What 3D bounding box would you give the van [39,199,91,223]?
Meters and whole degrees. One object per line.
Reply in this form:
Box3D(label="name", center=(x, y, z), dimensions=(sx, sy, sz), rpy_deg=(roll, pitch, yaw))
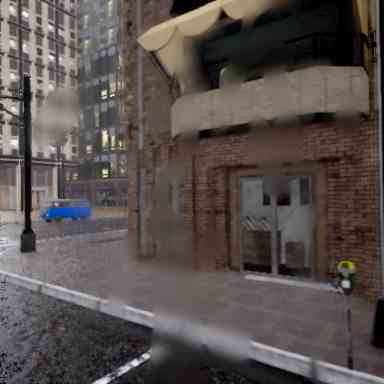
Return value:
Box3D(label="van", center=(-9.924, 1.470, 26.264), dimensions=(1.690, 1.788, 3.998), rpy_deg=(-2, -1, 36))
